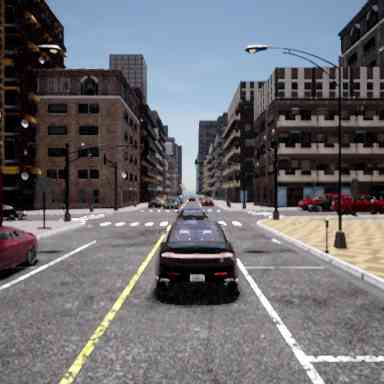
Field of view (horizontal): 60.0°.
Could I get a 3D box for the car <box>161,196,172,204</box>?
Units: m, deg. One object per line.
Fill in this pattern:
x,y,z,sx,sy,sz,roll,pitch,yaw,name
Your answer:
-5.634,1.722,73.840,1.967,1.590,4.097,0,0,0,car

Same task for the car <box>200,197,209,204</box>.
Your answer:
2.747,1.864,73.834,1.802,1.307,4.206,0,0,0,car

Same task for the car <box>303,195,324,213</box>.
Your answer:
14.591,1.350,34.840,4.674,1.442,1.812,-1,0,-1,car

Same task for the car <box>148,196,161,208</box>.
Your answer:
-5.651,1.755,51.109,1.947,1.339,4.313,0,0,0,car

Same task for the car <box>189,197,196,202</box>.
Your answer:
0.070,1.905,89.972,1.994,1.385,4.181,0,0,0,car

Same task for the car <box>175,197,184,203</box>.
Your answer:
-2.939,1.841,78.927,2.033,1.411,5.357,0,0,0,car

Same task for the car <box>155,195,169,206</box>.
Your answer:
-5.643,1.550,62.475,2.192,1.841,5.009,0,0,0,car

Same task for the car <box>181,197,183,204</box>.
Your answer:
-3.035,1.817,57.990,1.895,1.301,4.718,0,0,0,car

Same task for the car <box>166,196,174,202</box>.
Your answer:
-5.625,1.771,85.205,1.967,1.590,4.097,0,0,0,car

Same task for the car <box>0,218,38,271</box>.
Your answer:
-5.734,1.613,9.086,1.802,1.307,4.206,0,0,0,car

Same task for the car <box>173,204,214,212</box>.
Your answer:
-0.026,1.634,20.159,1.994,1.385,4.181,0,0,-3,car

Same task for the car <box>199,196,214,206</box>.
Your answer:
2.733,1.652,56.788,1.967,1.590,4.097,0,0,0,car

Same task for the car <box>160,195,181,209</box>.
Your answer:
-3.028,1.529,48.058,2.097,1.767,4.553,0,0,-1,car

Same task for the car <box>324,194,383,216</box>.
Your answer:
14.716,1.129,29.033,5.009,1.841,2.192,-1,1,0,car

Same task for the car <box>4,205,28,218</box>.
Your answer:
-18.146,1.913,31.375,4.902,1.511,2.128,-1,0,0,car

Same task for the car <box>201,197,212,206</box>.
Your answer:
2.738,1.675,62.470,1.967,1.590,4.097,0,0,0,car

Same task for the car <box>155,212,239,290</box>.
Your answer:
0.109,1.524,9.138,2.128,1.511,4.902,0,0,0,car

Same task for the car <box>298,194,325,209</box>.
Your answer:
14.588,1.143,37.411,5.009,1.841,2.192,-1,1,0,car
